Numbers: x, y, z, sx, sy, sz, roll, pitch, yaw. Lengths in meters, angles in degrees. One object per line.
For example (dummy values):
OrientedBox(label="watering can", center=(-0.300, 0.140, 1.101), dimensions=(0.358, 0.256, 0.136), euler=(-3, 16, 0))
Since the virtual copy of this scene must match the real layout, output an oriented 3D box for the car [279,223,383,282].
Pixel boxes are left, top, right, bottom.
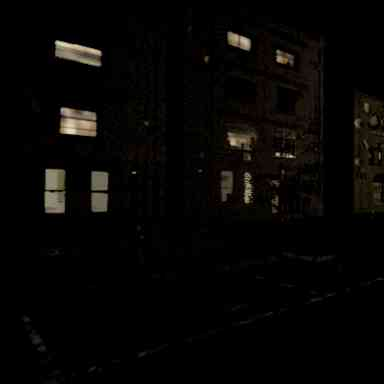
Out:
OrientedBox(label="car", center=(4.376, 1.577, 9.671), dimensions=(4.206, 1.307, 1.802), euler=(0, 1, -35))
